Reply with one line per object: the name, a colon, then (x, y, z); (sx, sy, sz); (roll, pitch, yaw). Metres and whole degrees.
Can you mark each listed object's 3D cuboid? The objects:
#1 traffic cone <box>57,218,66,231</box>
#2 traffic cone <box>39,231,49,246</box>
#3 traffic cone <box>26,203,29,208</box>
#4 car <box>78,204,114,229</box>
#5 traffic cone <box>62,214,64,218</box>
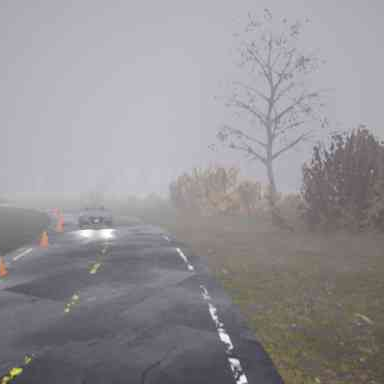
traffic cone: (-7.317, 1.864, 18.391); (0.340, 0.580, 0.340); (0, 0, -17)
traffic cone: (-6.088, 1.889, 13.734); (0.340, 0.580, 0.340); (0, 0, -13)
traffic cone: (-21.448, 1.742, 43.349); (0.340, 0.580, 0.340); (1, 0, -42)
car: (-6.137, 1.468, 21.052); (1.994, 1.385, 4.181); (0, 0, -19)
traffic cone: (-8.885, 1.838, 22.947); (0.340, 0.580, 0.340); (0, 0, -21)
